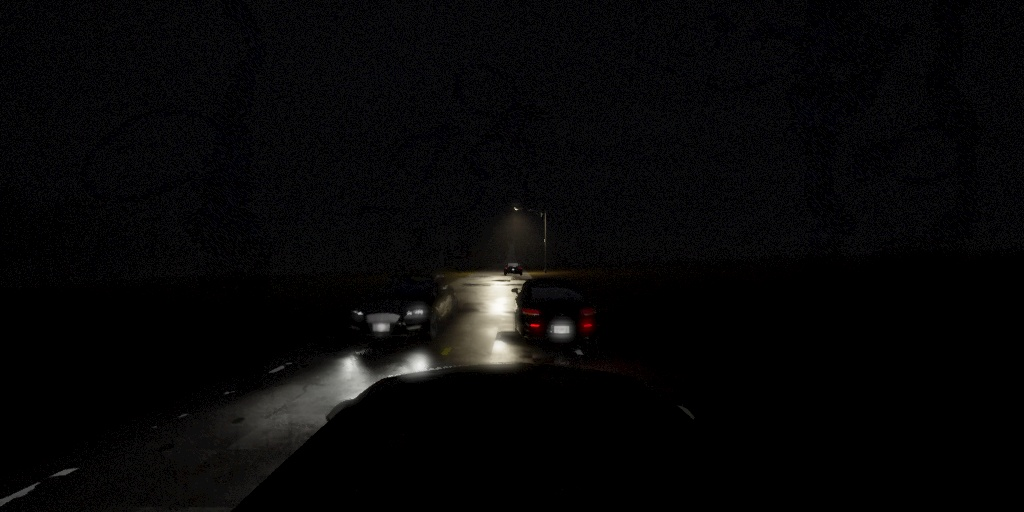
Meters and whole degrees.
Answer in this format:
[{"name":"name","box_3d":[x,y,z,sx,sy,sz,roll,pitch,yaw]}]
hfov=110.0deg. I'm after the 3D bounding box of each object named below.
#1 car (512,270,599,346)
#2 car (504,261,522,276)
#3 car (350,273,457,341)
[{"name":"car","box_3d":[0.976,1.272,9.312,1.812,1.442,4.674,0,0,0]},{"name":"car","box_3d":[0.134,1.375,38.920,1.994,1.385,4.181,0,0,1]},{"name":"car","box_3d":[-2.735,1.237,9.979,2.128,1.511,4.902,0,0,0]}]
